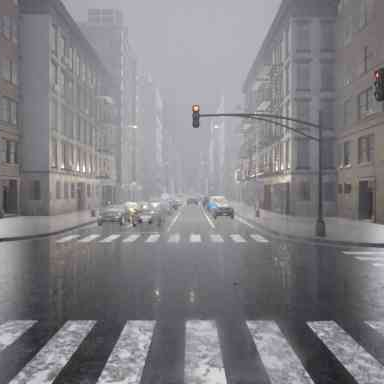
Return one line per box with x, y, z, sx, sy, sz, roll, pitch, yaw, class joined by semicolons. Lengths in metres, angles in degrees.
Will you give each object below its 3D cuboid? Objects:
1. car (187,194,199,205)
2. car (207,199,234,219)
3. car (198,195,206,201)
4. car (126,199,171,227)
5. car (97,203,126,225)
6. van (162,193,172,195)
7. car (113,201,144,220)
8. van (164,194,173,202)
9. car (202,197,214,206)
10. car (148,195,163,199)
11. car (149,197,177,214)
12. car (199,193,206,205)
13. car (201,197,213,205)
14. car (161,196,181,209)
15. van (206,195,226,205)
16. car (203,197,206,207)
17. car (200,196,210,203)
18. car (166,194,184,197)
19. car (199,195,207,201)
0.094;1.501;57.056;1.837;1.490;4.892;0;0;0;car
2.637;1.548;28.894;2.008;1.369;4.403;0;0;0;car
2.648;1.560;88.363;1.947;1.339;4.313;0;0;0;car
-2.851;1.489;22.855;2.128;1.511;4.902;0;0;0;car
-5.392;1.549;23.486;2.008;1.369;4.403;0;0;0;car
-5.435;1.336;66.736;1.690;1.788;3.998;0;0;0;van
-5.398;1.523;28.723;1.752;1.417;4.829;0;0;0;car
-5.446;1.336;77.548;1.690;1.788;3.998;0;0;0;van
2.642;1.562;55.925;1.947;1.339;4.313;0;0;0;car
-5.414;1.436;45.111;1.967;1.590;4.097;0;0;0;car
-2.848;1.544;32.738;2.033;1.411;5.357;0;0;0;car
2.641;1.311;50.519;2.192;1.841;5.009;0;0;0;car
2.643;1.546;61.332;2.008;1.369;4.403;0;0;0;car
-2.838;1.560;42.752;1.994;1.385;4.181;0;0;1;car
2.638;1.338;34.300;1.690;1.788;3.998;0;0;0;van
2.639;1.578;39.707;1.802;1.307;4.206;0;0;0;car
2.644;1.521;66.907;1.752;1.417;4.829;0;0;0;car
-2.801;1.473;53.006;1.882;1.535;5.008;0;0;1;car
2.647;1.539;82.957;1.887;1.381;4.507;0;0;0;car
